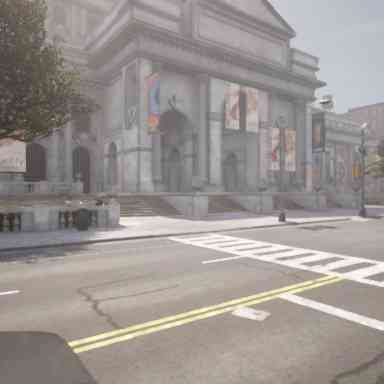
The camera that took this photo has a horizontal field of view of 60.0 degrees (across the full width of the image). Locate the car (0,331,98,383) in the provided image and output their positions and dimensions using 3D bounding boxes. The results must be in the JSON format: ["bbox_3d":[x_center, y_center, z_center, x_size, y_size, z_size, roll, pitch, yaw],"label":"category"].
[{"bbox_3d":[-3.117,1.548,1.539,5.357,1.411,2.033,0,0,-35],"label":"car"}]
